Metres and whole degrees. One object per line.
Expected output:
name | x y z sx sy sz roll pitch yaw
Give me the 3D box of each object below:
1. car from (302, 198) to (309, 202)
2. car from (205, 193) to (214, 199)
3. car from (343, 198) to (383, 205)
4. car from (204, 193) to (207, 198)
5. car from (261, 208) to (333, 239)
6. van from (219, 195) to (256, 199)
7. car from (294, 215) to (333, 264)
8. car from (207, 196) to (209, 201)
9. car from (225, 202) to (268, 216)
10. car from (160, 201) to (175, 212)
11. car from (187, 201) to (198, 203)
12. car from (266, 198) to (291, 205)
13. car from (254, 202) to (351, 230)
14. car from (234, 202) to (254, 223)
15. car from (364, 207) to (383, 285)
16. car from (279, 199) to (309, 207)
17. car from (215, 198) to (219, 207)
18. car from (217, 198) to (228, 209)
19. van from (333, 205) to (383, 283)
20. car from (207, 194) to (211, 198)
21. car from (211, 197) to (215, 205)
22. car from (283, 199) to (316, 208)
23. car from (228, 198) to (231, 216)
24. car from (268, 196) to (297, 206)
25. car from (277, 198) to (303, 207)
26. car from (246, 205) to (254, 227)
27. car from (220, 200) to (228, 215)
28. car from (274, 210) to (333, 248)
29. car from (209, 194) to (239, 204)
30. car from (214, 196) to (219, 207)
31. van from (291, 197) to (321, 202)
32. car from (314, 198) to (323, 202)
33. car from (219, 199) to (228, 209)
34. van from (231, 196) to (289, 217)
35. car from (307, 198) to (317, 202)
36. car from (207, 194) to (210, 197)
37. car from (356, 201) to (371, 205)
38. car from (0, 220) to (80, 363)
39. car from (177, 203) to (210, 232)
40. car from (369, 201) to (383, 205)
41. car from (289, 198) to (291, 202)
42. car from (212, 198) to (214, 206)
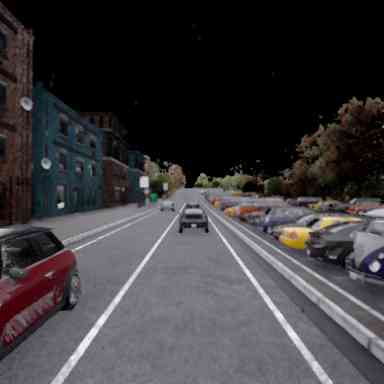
car | 19.379 2.052 49.561 4.674 1.452 2.002 0 0 0
car | 6.427 1.869 88.577 4.553 1.767 2.185 0 1 0
car | 19.287 1.765 35.639 4.553 1.767 2.185 0 -1 0
car | 6.452 1.901 94.161 4.792 1.488 2.163 0 1 0
car | 6.164 1.703 16.183 4.892 1.521 2.231 0 -1 0
van | 6.402 1.763 46.801 4.442 1.987 1.878 0 0 0
car | 6.129 1.645 10.617 4.892 1.521 2.231 0 -1 0
car | 6.383 2.158 71.860 5.008 1.535 2.097 0 0 0
car | 6.253 1.957 38.449 4.674 1.452 2.002 0 -1 0
car | -3.334 1.987 45.917 1.812 1.442 4.674 0 0 0
car | 0.109 1.917 41.734 2.128 1.511 4.902 0 -1 0
car | 19.486 2.150 74.765 5.008 1.535 2.097 0 0 0
car | 6.139 1.605 18.969 4.553 1.767 2.185 0 -1 0
car | 6.175 1.842 27.316 4.792 1.488 2.163 0 -1 0
car | 6.084 1.333 5.054 5.566 2.045 2.435 0 -1 0
car | 19.429 2.128 63.609 5.008 1.535 2.097 0 0 0
car | 6.303 2.014 49.583 4.892 1.521 2.231 0 0 0
car | 6.279 1.965 44.016 5.008 1.535 2.097 0 0 0
van | 6.007 1.389 7.837 4.442 1.987 1.878 0 -1 0
car | 6.443 2.012 77.436 4.553 1.767 2.185 0 0 0
car | 6.326 2.081 57.932 5.008 1.535 2.097 0 0 0
car | 19.608 2.101 60.700 5.366 1.575 1.946 0 0 0
car | 6.196 1.740 32.884 4.553 1.767 2.185 0 -1 0
car | 19.498 1.906 71.976 5.566 2.045 2.435 0 0 0
car | 19.477 2.020 66.395 4.553 1.767 2.185 0 0 0
car | 6.184 1.798 21.750 4.674 1.452 2.002 0 -1 0
car | 6.053 1.888 35.667 5.366 1.575 1.946 0 -1 0
car | 6.332 1.670 13.399 5.366 1.575 1.946 0 -1 0
car | 6.371 1.853 60.717 5.566 2.045 2.435 0 0 0
car | 6.277 1.911 52.492 4.553 1.767 2.185 0 0 0
van | 19.283 1.832 55.133 4.442 1.987 1.878 0 0 0
car | 19.360 1.966 43.992 4.892 1.521 2.231 0 0 0
car | 6.257 1.941 41.233 5.008 1.535 2.097 0 0 0
van | 6.099 1.614 30.165 4.442 1.987 1.878 0 -1 0
car | 19.370 1.988 46.777 5.008 1.535 2.097 0 0 0
car | 6.454 1.990 80.216 4.553 1.767 2.185 0 0 0
car | 19.310 1.905 32.852 4.674 1.452 2.002 0 -1 0
car | -3.348 1.409 4.954 2.097 1.767 4.553 0 -1 0
car | 0.114 1.748 22.007 1.837 1.490 4.892 0 0 0
car | 19.290 1.839 30.068 5.008 1.535 2.097 0 -1 0
car | 19.383 1.830 57.918 5.566 2.045 2.435 0 0 0
car | 6.505 2.056 55.148 5.366 1.575 1.946 0 0 0
